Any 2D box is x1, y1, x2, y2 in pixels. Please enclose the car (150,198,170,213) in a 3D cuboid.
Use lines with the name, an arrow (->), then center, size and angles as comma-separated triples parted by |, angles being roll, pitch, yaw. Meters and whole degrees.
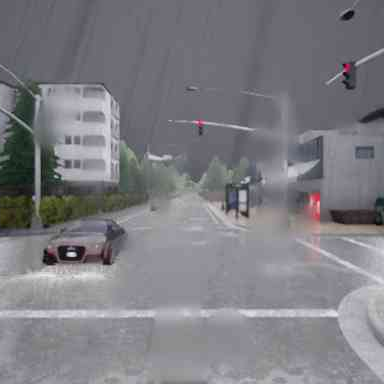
car -> -3.415, 1.466, 36.141 | 1.837, 1.490, 4.892 | 0, 2, 0

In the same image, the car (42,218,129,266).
car -> -3.473, 1.627, 11.570 | 1.994, 1.385, 4.181 | 0, -1, 0
